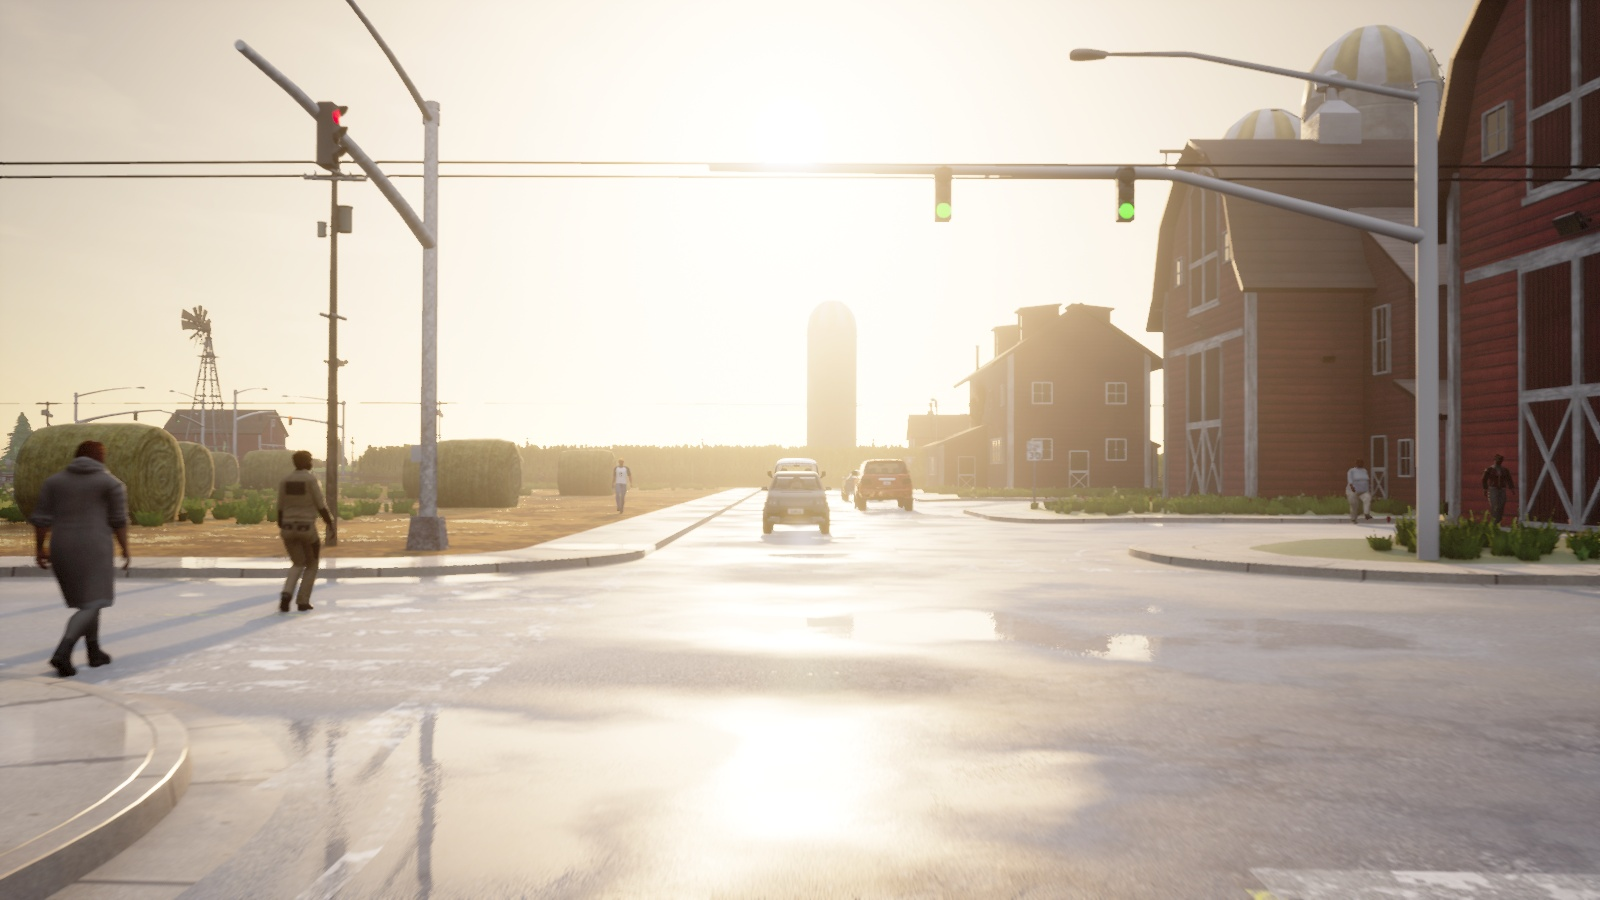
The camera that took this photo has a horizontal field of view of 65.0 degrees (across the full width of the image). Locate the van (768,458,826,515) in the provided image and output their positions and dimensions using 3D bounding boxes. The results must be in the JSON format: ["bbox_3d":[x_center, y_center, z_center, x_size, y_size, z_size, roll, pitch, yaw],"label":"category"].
[{"bbox_3d":[-0.115,1.318,46.701,2.069,2.038,4.480,0,-1,0],"label":"van"}]

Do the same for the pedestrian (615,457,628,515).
[{"bbox_3d":[-5.740,1.161,40.378,0.354,1.836,0.706,0,-1,-2],"label":"pedestrian"}]

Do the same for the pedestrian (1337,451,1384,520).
[{"bbox_3d":[15.259,0.969,34.224,0.874,1.855,0.900,0,-1,1],"label":"pedestrian"}]

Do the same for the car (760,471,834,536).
[{"bbox_3d":[-0.079,1.331,32.287,1.789,1.549,3.705,0,-1,0],"label":"car"}]

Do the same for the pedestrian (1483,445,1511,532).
[{"bbox_3d":[15.773,0.870,28.416,0.402,1.930,0.666,-1,-1,16],"label":"pedestrian"}]

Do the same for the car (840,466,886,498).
[{"bbox_3d":[3.336,1.708,67.368,2.152,1.651,5.027,0,-1,0],"label":"car"}]

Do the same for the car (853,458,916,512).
[{"bbox_3d":[3.373,1.360,51.223,2.150,2.045,5.566,-1,0,0],"label":"car"}]

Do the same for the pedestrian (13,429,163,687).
[{"bbox_3d":[-5.617,0.826,9.958,0.659,1.952,0.873,0,-1,3],"label":"pedestrian"}]

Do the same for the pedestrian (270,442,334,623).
[{"bbox_3d":[-5.459,0.889,13.789,0.396,1.930,0.692,0,-1,3],"label":"pedestrian"}]
